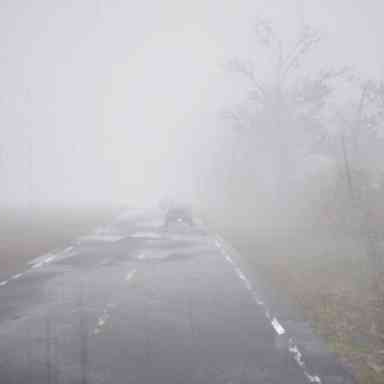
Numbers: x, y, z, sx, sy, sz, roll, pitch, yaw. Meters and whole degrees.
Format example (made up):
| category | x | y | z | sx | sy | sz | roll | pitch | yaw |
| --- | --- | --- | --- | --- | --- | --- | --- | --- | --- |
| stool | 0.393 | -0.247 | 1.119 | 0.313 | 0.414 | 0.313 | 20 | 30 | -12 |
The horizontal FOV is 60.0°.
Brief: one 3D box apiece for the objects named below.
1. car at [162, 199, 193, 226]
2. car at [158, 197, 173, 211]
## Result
| category | x | y | z | sx | sy | sz | roll | pitch | yaw |
| --- | --- | --- | --- | --- | --- | --- | --- | --- | --- |
| car | -0.974 | 1.505 | 23.186 | 1.837 | 1.490 | 4.892 | 0 | 0 | -5 |
| car | -3.147 | 1.349 | 41.694 | 2.097 | 1.767 | 4.553 | 0 | 0 | -8 |
